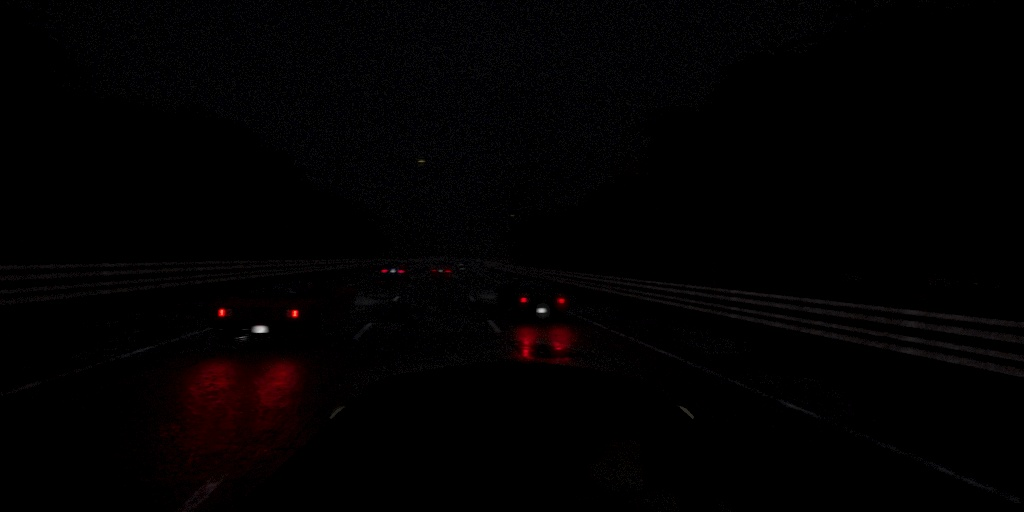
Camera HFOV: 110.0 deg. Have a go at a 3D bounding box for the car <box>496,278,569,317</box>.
[{"bbox_3d":[0.567,1.526,14.132,1.895,1.301,4.718,3,-1,-11],"label":"car"}]

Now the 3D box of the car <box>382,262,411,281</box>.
[{"bbox_3d":[-9.511,1.232,29.776,2.033,1.411,5.357,3,-1,-10],"label":"car"}]

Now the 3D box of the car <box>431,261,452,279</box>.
[{"bbox_3d":[-6.899,1.427,34.956,2.033,1.411,5.357,3,-1,-10],"label":"car"}]

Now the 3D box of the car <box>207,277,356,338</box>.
[{"bbox_3d":[-5.502,1.189,9.398,1.895,1.301,4.718,3,-1,-12],"label":"car"}]

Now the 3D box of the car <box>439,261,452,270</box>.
[{"bbox_3d":[-11.020,1.562,59.616,1.812,1.442,4.674,3,-1,-9],"label":"car"}]
